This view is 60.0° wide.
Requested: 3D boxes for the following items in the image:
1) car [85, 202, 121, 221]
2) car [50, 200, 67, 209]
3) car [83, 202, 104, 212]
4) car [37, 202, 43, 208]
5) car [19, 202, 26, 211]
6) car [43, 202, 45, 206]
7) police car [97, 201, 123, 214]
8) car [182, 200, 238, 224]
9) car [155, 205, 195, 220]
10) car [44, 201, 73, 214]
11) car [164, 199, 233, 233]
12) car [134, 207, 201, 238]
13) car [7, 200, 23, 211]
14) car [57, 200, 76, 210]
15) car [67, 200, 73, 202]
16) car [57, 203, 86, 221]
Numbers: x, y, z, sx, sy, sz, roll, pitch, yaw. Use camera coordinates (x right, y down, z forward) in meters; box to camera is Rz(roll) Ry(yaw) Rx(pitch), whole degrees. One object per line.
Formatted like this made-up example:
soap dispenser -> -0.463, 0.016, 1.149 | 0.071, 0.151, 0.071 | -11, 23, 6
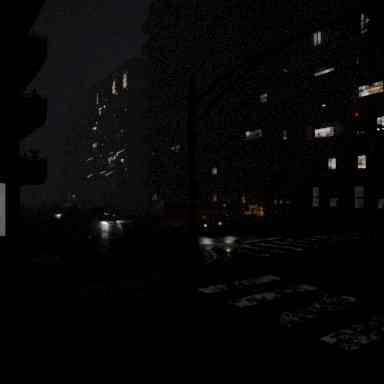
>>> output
car -> -9.000, 2.095, 34.308 | 1.837, 1.490, 4.892 | 0, -1, -36
car -> -28.433, 2.623, 70.880 | 2.192, 1.841, 5.009 | -1, 0, -36
car -> -16.351, 2.432, 55.069 | 1.882, 1.535, 5.008 | 0, -1, -36
car -> -35.076, 3.049, 80.050 | 1.887, 1.381, 4.507 | -1, 0, -36
car -> -31.825, 2.769, 61.346 | 1.887, 1.381, 4.507 | -1, 0, -36
car -> -31.750, 2.972, 75.464 | 1.947, 1.339, 4.313 | -1, 0, -36
police car -> -12.311, 2.256, 49.488 | 1.930, 1.638, 5.238 | 0, -1, -36
car -> 1.488, 1.713, 29.615 | 2.192, 1.841, 5.009 | -1, 0, -36
car -> -1.830, 2.045, 34.199 | 1.887, 1.381, 4.507 | -1, 0, -36
car -> -19.938, 2.528, 49.558 | 2.033, 1.411, 5.357 | 0, -1, -36
car -> 0.042, 1.527, 21.821 | 2.150, 2.045, 5.566 | 0, 0, -36
car -> -1.804, 1.832, 19.941 | 1.752, 1.417, 4.829 | -1, 0, -36
car -> -35.154, 2.639, 65.931 | 2.192, 1.841, 5.009 | -1, 0, -36
car -> -25.107, 2.523, 66.294 | 2.192, 1.841, 5.009 | -1, 0, -36
car -> -17.691, 2.418, 51.738 | 2.128, 1.511, 4.902 | 0, -1, -36
car -> -11.877, 2.163, 33.835 | 1.887, 1.381, 4.507 | -1, 0, -36
